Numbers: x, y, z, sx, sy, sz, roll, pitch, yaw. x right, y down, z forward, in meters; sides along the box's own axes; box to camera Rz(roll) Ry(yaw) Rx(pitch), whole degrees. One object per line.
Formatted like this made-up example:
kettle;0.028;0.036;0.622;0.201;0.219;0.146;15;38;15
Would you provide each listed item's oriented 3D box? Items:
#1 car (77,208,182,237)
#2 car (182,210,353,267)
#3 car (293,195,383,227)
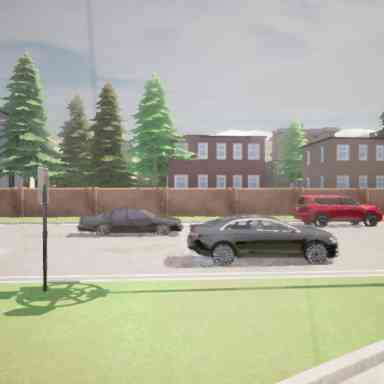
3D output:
car;-3.184;1.549;17.534;5.357;1.411;2.033;0;0;-4
car;2.253;1.493;10.915;4.902;1.511;2.128;0;0;-4
car;9.540;1.226;22.022;5.566;2.045;2.150;0;0;-5
